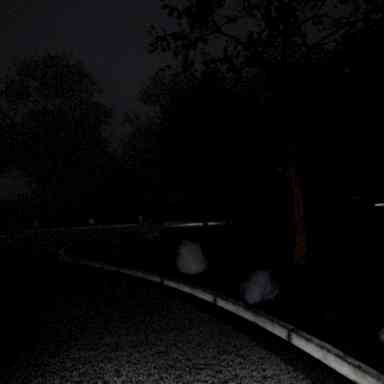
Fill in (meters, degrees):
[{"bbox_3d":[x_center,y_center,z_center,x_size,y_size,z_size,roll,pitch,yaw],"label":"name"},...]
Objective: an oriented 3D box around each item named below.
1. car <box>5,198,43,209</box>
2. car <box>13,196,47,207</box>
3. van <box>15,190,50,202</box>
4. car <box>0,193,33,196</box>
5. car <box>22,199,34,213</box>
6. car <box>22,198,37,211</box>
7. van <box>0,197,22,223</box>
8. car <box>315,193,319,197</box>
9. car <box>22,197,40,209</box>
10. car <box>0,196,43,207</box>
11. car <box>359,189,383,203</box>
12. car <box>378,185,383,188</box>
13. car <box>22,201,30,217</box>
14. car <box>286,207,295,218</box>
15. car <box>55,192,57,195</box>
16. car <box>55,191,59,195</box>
[{"bbox_3d":[-24.021,1.611,47.784,4.674,1.452,2.002,-1,1,-19],"label":"car"},{"bbox_3d":[-25.803,1.502,53.042,4.674,1.452,2.002,-1,1,-19],"label":"car"},{"bbox_3d":[-26.582,1.179,55.701,4.442,1.987,1.878,-1,1,-19],"label":"van"},{"bbox_3d":[-23.101,1.500,45.162,4.553,1.767,2.185,-1,1,-19],"label":"car"},{"bbox_3d":[-19.746,1.849,34.584,5.366,1.575,1.946,-1,1,-19],"label":"car"},{"bbox_3d":[-20.432,1.822,37.281,4.792,1.488,2.163,-1,1,-19],"label":"car"},{"bbox_3d":[-17.903,1.739,29.344,4.442,1.987,1.878,-1,1,-19],"label":"van"},{"bbox_3d":[19.926,0.069,58.070,2.128,1.511,4.902,-1,1,-19],"label":"car"},{"bbox_3d":[-21.355,1.739,39.896,4.892,1.521,2.231,-1,1,-19],"label":"car"},{"bbox_3d":[-22.234,1.681,42.528,5.008,1.535,2.097,-1,1,-19],"label":"car"},{"bbox_3d":[21.561,0.593,39.370,1.994,1.385,4.181,-2,2,1],"label":"car"},{"bbox_3d":[24.716,0.063,44.113,2.150,2.045,5.566,-1,1,-12],"label":"car"},{"bbox_3d":[-18.651,1.935,32.024,4.792,1.488,2.163,-1,1,-19],"label":"car"},{"bbox_3d":[5.750,1.370,26.257,4.902,1.511,2.128,-2,-1,-20],"label":"car"},{"bbox_3d":[-31.112,1.165,68.821,4.792,1.488,2.163,-1,1,-19],"label":"car"},{"bbox_3d":[-34.730,0.668,79.310,5.566,2.045,2.435,-1,1,-19],"label":"car"}]
